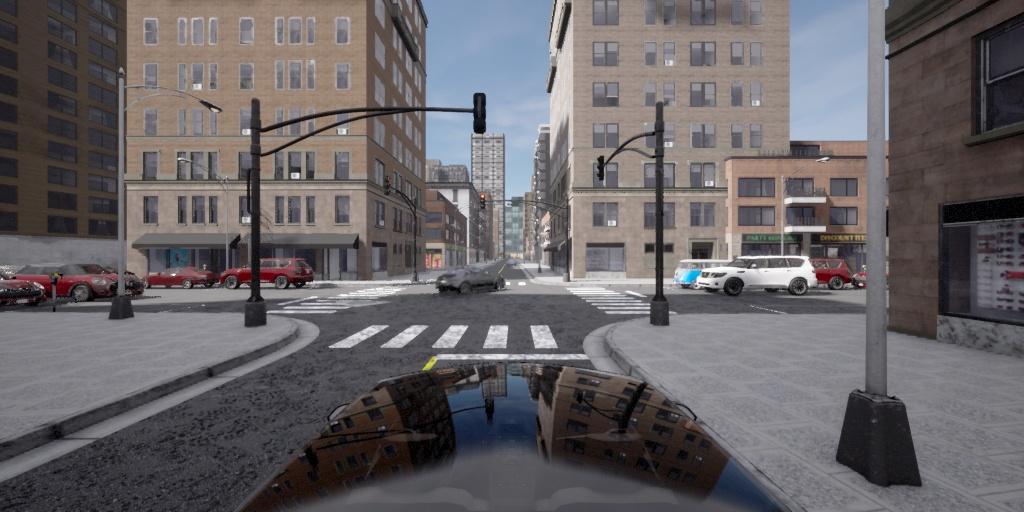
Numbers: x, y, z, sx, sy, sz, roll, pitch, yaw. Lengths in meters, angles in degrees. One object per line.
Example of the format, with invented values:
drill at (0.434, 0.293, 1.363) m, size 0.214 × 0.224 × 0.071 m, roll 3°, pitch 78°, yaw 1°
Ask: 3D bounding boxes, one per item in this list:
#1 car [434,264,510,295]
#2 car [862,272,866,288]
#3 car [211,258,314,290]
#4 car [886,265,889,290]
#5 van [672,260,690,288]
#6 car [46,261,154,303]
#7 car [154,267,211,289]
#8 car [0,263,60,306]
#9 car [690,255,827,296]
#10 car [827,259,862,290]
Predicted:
car at (-2.297, 1.319, 20.245) m, size 1.994 × 1.385 × 4.181 m, roll 0°, pitch 0°, yaw 39°
car at (23.226, 1.216, 21.821) m, size 4.097 × 1.591 × 1.967 m, roll 0°, pitch 0°, yaw 0°
car at (-14.913, 1.059, 22.035) m, size 5.009 × 1.841 × 2.192 m, roll 0°, pitch 0°, yaw 0°
car at (22.921, 1.281, 19.065) m, size 4.892 × 1.490 × 1.837 m, roll 0°, pitch 0°, yaw 0°
van at (12.034, 1.108, 21.884) m, size 3.998 × 1.789 × 1.690 m, roll 0°, pitch 0°, yaw 0°
car at (-19.499, 1.092, 16.102) m, size 4.553 × 1.767 × 2.097 m, roll 0°, pitch 0°, yaw 0°
car at (-20.437, 1.321, 22.066) m, size 4.207 × 1.307 × 1.802 m, roll 0°, pitch 0°, yaw 0°
car at (-20.459, 1.179, 13.540) m, size 4.097 × 1.591 × 1.967 m, roll 0°, pitch 0°, yaw 0°
car at (12.956, 0.989, 19.119) m, size 5.566 × 2.045 × 2.150 m, roll 0°, pitch 0°, yaw 0°
car at (17.630, 1.086, 21.853) m, size 5.009 × 1.841 × 2.192 m, roll 0°, pitch 0°, yaw 0°
